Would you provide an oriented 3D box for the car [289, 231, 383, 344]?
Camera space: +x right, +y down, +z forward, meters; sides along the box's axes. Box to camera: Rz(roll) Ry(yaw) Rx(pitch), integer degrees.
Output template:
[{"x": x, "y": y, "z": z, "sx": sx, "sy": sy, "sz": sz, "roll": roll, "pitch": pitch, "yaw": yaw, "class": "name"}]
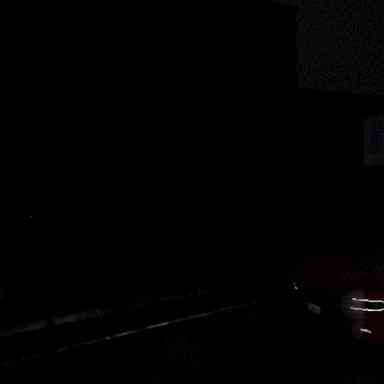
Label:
[{"x": 4.067, "y": 1.466, "z": 6.084, "sx": 5.008, "sy": 1.535, "sz": 1.882, "roll": 0, "pitch": 0, "yaw": -26, "class": "car"}]
